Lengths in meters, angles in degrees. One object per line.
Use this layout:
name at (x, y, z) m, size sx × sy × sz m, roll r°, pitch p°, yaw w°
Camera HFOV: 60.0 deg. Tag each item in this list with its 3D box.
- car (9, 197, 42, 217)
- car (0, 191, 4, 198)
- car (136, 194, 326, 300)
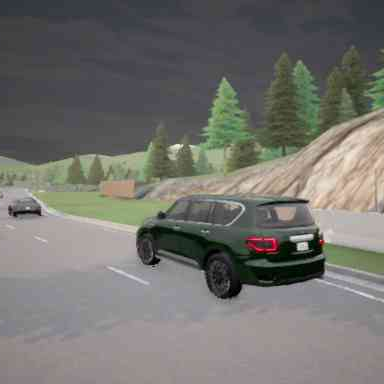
car at (-12.934, 1.101, 25.705) m, size 1.994 × 1.385 × 4.181 m, roll -1°, pitch 1°, yaw -32°
car at (-36.294, 0.419, 62.146) m, size 1.812 × 1.442 × 4.674 m, roll -1°, pitch 1°, yaw -27°
car at (0.562, 1.059, 8.403) m, size 2.150 × 2.045 × 5.566 m, roll 0°, pitch 1°, yaw -34°
